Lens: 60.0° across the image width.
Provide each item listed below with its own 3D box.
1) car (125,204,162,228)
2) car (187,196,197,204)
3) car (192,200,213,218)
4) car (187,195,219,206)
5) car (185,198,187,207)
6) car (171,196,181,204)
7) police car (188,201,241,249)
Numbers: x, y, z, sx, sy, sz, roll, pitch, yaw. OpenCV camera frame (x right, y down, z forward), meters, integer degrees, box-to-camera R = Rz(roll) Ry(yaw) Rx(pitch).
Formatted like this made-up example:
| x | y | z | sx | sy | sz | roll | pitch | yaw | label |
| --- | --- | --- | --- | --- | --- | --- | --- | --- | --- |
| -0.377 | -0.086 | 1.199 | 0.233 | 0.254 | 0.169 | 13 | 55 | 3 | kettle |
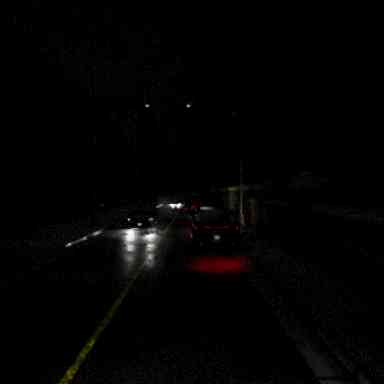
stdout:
| x | y | z | sx | sy | sz | roll | pitch | yaw | label |
| --- | --- | --- | --- | --- | --- | --- | --- | --- | --- |
| -3.097 | 1.529 | 22.309 | 2.033 | 1.411 | 5.357 | 0 | 0 | 0 | car |
| 0.006 | 1.548 | 64.411 | 1.994 | 1.385 | 4.181 | 0 | 0 | 0 | car |
| 0.903 | 1.504 | 30.405 | 1.812 | 1.442 | 4.674 | 0 | 0 | 0 | car |
| 0.902 | 1.205 | 24.435 | 2.150 | 2.045 | 5.566 | 0 | 0 | 0 | car |
| 0.006 | 1.329 | 49.502 | 2.097 | 1.767 | 4.553 | 0 | 0 | 0 | car |
| -3.021 | 1.477 | 63.524 | 2.128 | 1.511 | 4.902 | 0 | 0 | 1 | car |
| 0.901 | 1.412 | 14.515 | 1.930 | 1.638 | 5.238 | 0 | 0 | 0 | police car |
